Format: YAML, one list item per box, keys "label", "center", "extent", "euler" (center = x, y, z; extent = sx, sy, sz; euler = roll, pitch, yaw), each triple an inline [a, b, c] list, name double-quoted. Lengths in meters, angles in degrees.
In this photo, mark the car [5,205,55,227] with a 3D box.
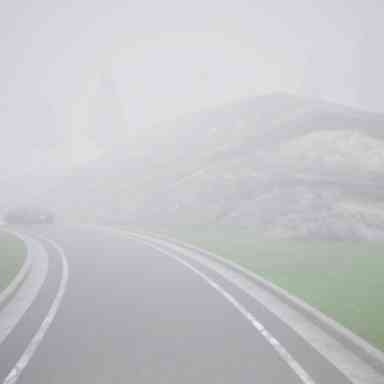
- label: "car"
  center: [-11.274, 1.602, 23.035]
  extent: [4.181, 1.385, 1.994]
  euler: [0, 0, 41]
